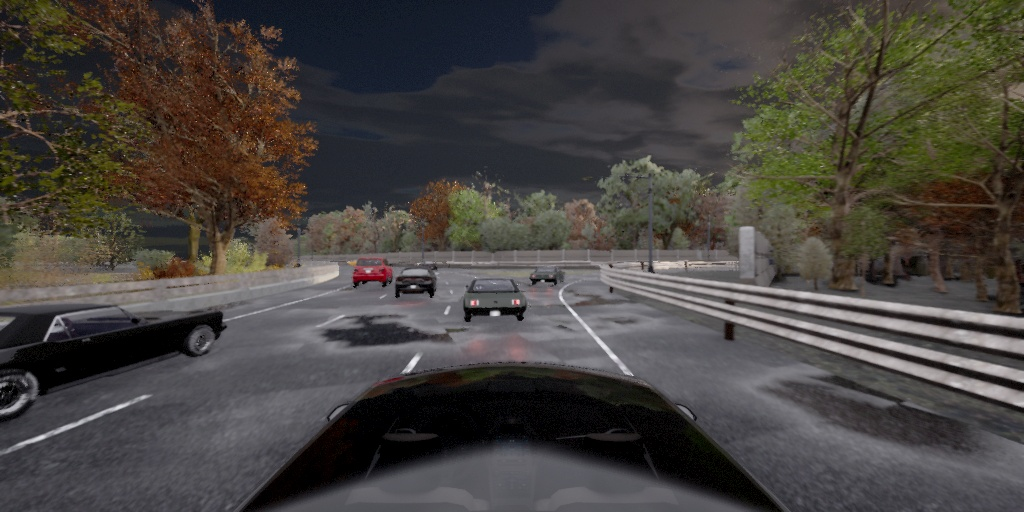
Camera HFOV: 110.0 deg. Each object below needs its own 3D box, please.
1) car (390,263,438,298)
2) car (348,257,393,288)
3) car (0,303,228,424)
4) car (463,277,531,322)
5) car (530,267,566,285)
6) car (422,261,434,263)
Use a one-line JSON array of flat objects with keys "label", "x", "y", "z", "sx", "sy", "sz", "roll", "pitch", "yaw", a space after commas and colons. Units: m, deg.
[{"label": "car", "x": -5.089, "y": 1.324, "z": 19.447, "sx": 1.882, "sy": 1.535, "sz": 5.008, "roll": 0, "pitch": 0, "yaw": -9}, {"label": "car", "x": -9.937, "y": 1.116, "z": 25.896, "sx": 2.150, "sy": 2.045, "sz": 5.566, "roll": 0, "pitch": 0, "yaw": -13}, {"label": "car", "x": -7.098, "y": 1.399, "z": 5.688, "sx": 1.895, "sy": 1.301, "sz": 4.718, "roll": 0, "pitch": 0, "yaw": -2}, {"label": "car", "x": -0.701, "y": 1.400, "z": 12.673, "sx": 1.895, "sy": 1.301, "sz": 4.718, "roll": 0, "pitch": 0, "yaw": -6}, {"label": "car", "x": 2.810, "y": 1.443, "z": 26.900, "sx": 1.895, "sy": 1.301, "sz": 4.718, "roll": 0, "pitch": 0, "yaw": 18}, {"label": "car", "x": -12.302, "y": 1.493, "z": 52.303, "sx": 1.882, "sy": 1.535, "sz": 5.008, "roll": 0, "pitch": 0, "yaw": -27}]
